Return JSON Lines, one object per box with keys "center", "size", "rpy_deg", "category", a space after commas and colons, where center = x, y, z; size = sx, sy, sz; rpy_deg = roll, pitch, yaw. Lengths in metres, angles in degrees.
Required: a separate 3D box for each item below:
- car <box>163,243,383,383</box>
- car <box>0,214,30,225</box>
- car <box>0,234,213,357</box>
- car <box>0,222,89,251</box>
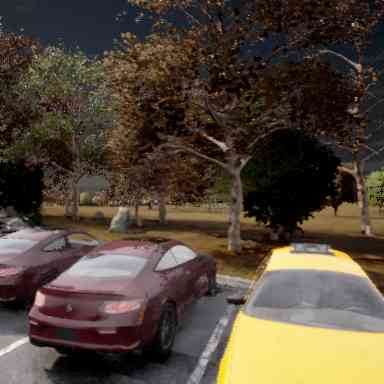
{"center": [1.522, 1.486, 4.214], "size": [1.946, 1.575, 5.366], "rpy_deg": [0, -1, 16], "category": "car"}
{"center": [-5.604, 1.398, 9.624], "size": [2.185, 1.767, 4.553], "rpy_deg": [0, -1, 17], "category": "car"}
{"center": [-0.832, 1.543, 6.130], "size": [2.002, 1.452, 4.674], "rpy_deg": [0, -1, 16], "category": "car"}
{"center": [-3.219, 1.554, 7.881], "size": [2.002, 1.452, 4.674], "rpy_deg": [0, -1, 17], "category": "car"}
